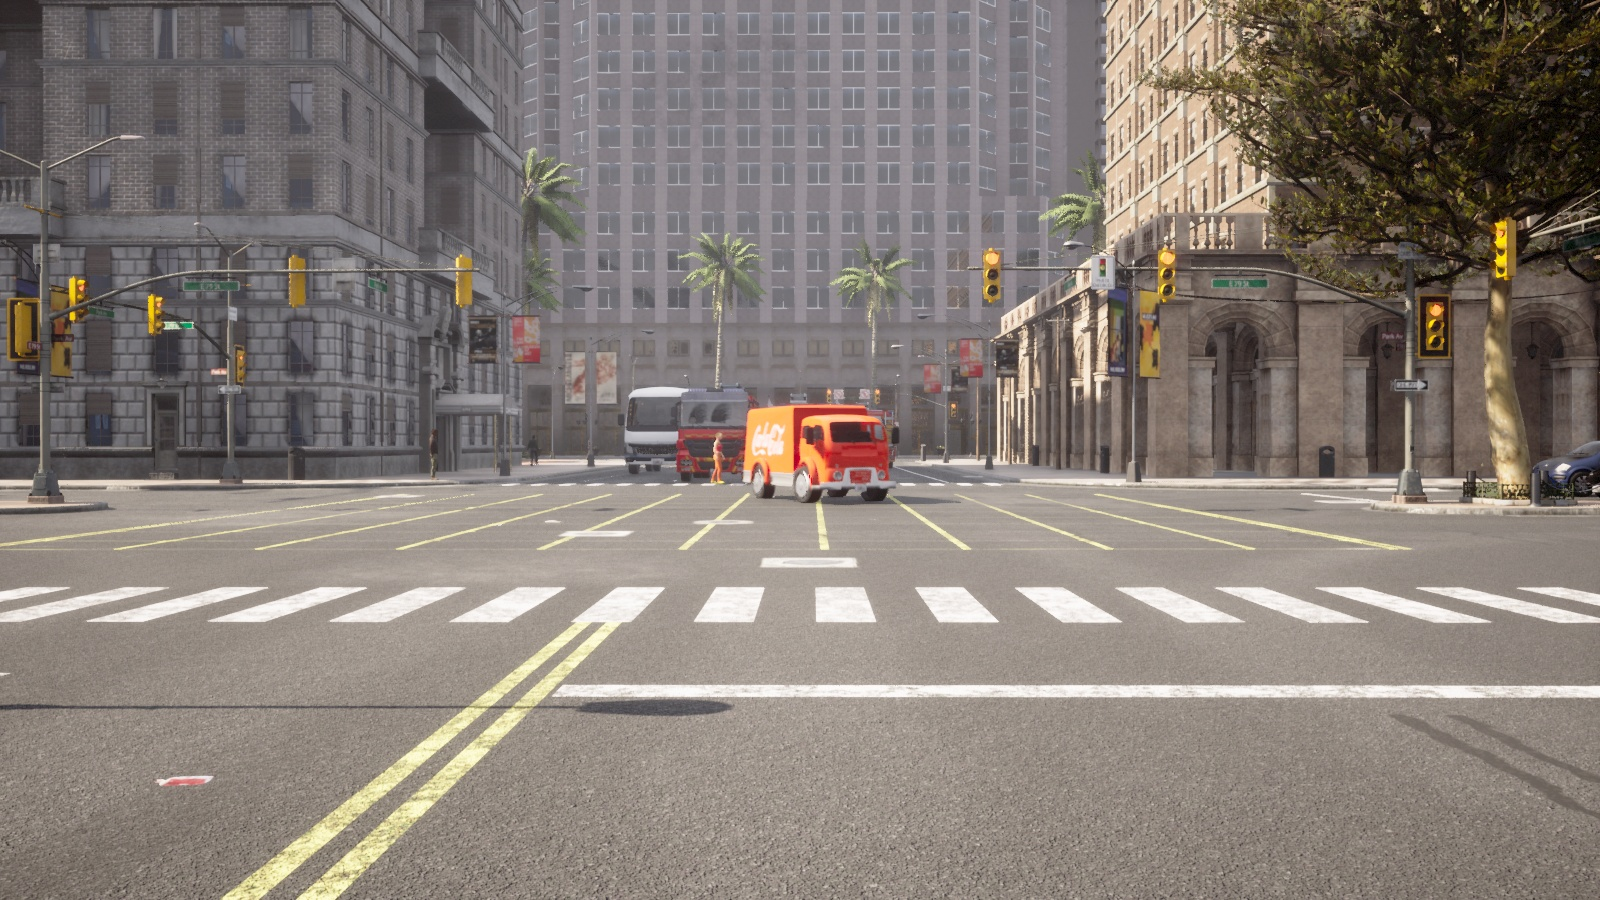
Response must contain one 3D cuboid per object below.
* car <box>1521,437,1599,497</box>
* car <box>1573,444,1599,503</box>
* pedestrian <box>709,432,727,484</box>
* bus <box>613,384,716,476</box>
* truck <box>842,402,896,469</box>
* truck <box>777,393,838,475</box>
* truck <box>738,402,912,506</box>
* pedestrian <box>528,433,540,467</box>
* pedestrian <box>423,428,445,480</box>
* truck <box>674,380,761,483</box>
[{"bbox_3d":[22.559,0.466,34.883,3.988,1.617,1.851,0,0,1],"label":"car"},{"bbox_3d":[22.365,0.587,31.353,4.792,1.488,2.163,0,0,2],"label":"car"},{"bbox_3d":[-2.912,0.281,44.632,0.594,1.836,0.345,0,0,12],"label":"pedestrian"},{"bbox_3d":[-6.609,-0.992,63.178,3.944,4.253,10.273,0,1,1],"label":"bus"},{"bbox_3d":[4.085,-0.844,76.003,2.891,3.827,8.468,0,0,1],"label":"truck"},{"bbox_3d":[0.391,-0.775,63.232,2.891,3.827,8.468,0,0,0],"label":"truck"},{"bbox_3d":[0.518,0.076,32.608,2.627,2.467,5.204,0,1,-22],"label":"truck"},{"bbox_3d":[-15.427,-0.021,72.933,0.423,1.949,0.788,0,0,9],"label":"pedestrian"},{"bbox_3d":[-13.169,0.137,45.204,0.703,1.840,0.431,0,0,-5],"label":"pedestrian"},{"bbox_3d":[-3.188,-0.707,50.807,2.891,3.827,8.468,0,0,0],"label":"truck"}]
